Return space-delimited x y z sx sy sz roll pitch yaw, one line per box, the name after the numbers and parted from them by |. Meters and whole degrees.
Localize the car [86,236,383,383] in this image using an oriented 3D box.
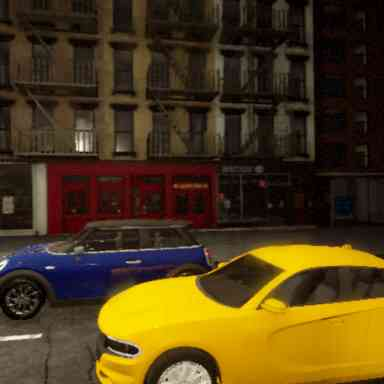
1.329 1.499 4.441 5.008 1.535 1.882 0 0 -11 | car

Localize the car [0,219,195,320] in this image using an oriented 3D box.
-1.816 1.390 7.143 4.553 1.767 2.097 0 0 -11 | car
